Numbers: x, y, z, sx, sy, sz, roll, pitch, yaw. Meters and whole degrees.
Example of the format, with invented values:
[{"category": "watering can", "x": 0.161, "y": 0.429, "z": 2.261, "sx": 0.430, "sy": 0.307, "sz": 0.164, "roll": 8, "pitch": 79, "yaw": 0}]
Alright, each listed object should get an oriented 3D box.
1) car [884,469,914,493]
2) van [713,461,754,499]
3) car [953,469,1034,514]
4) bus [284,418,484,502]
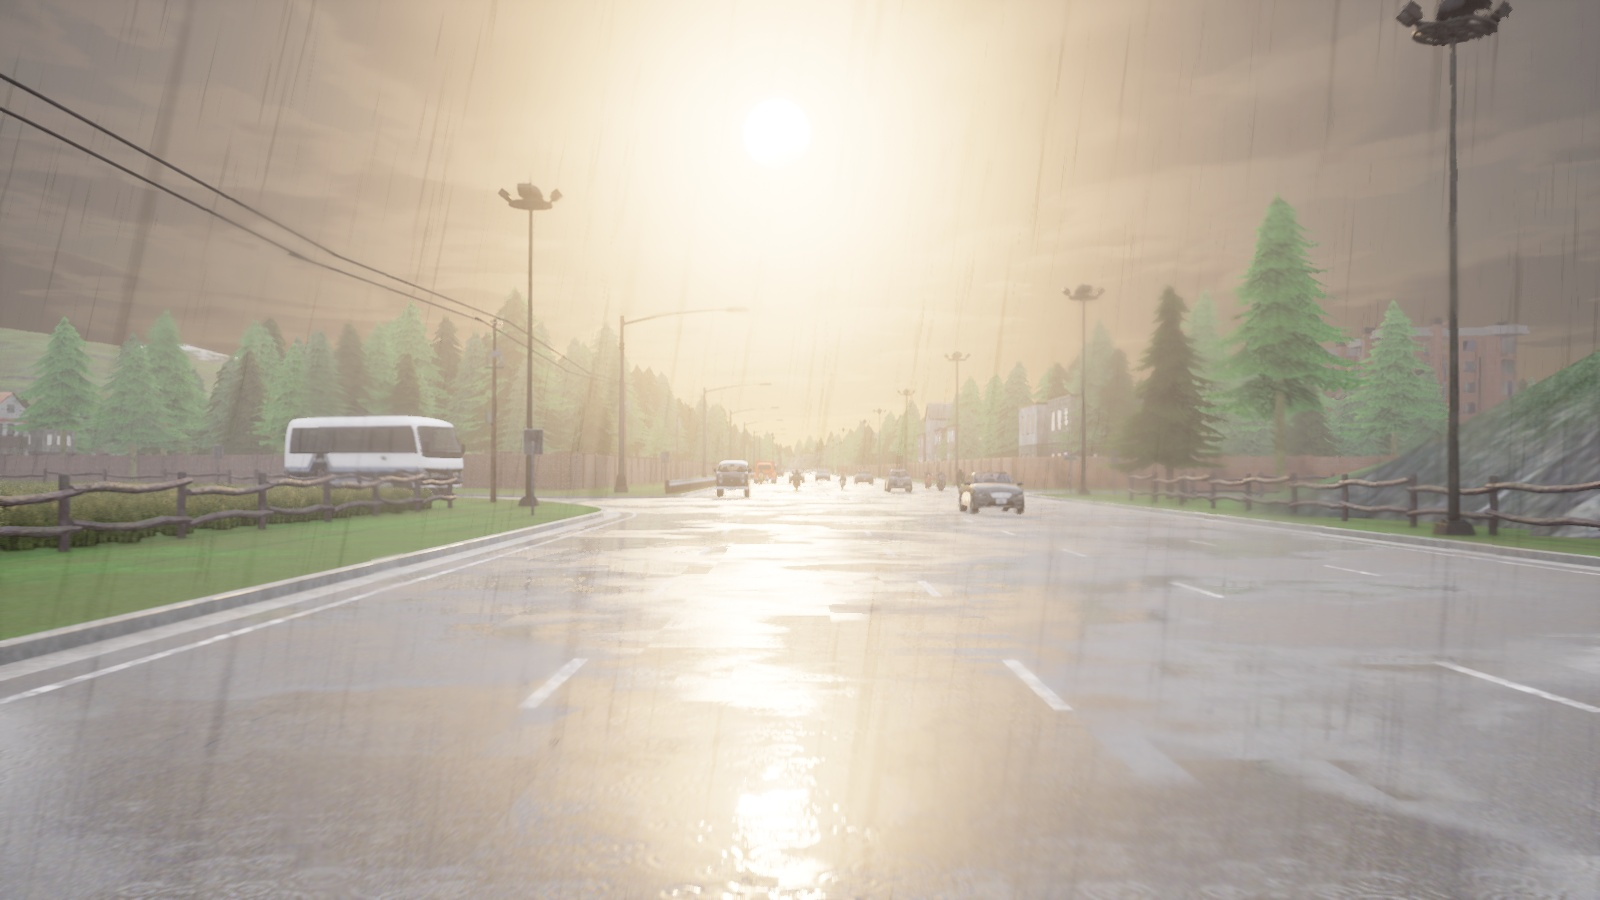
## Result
[{"category": "car", "x": 6.794, "y": 2.114, "z": 86.329, "sx": 1.789, "sy": 1.549, "sz": 3.705, "roll": 0, "pitch": -1, "yaw": 0}, {"category": "van", "x": -3.668, "y": 1.644, "z": 69.781, "sx": 2.069, "sy": 2.038, "sz": 4.480, "roll": 0, "pitch": -1, "yaw": 0}, {"category": "car", "x": 6.892, "y": 1.448, "z": 45.235, "sx": 2.128, "sy": 1.511, "sz": 4.902, "roll": 0, "pitch": -1, "yaw": 0}, {"category": "bus", "x": -22.258, "y": 0.574, "z": 67.141, "sx": 10.273, "sy": 4.253, "sz": 3.944, "roll": -1, "pitch": -1, "yaw": 25}]
